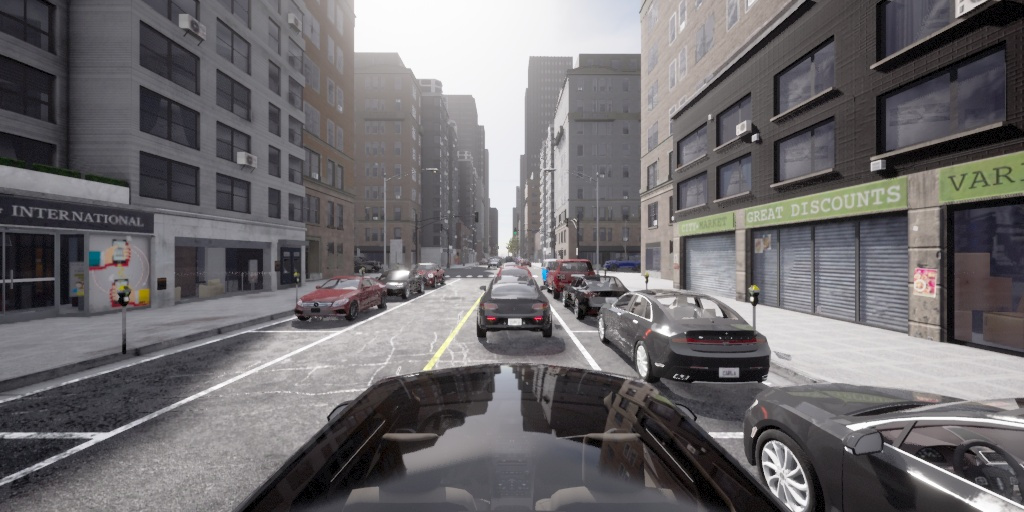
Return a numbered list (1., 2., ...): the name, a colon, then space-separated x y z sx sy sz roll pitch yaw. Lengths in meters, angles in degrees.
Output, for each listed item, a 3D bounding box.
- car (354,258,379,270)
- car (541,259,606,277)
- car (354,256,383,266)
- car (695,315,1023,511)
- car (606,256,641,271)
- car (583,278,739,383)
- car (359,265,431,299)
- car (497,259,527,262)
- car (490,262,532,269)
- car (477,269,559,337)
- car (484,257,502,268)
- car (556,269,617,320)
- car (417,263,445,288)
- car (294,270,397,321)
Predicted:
1. car: -17.962 1.269 40.163 4.892 1.490 1.837 0 0 0
2. car: 2.869 1.065 17.954 2.192 1.841 5.009 0 0 0
3. car: -18.594 0.990 43.409 5.566 2.045 2.150 0 0 0
4. car: 2.859 1.300 1.383 2.007 1.370 4.403 0 0 0
5. car: 14.858 0.960 47.004 5.566 2.045 2.150 0 0 2
6. car: 2.862 1.300 6.906 2.007 1.370 4.403 0 0 0
7. car: -5.657 1.316 17.952 1.948 1.339 4.313 0 0 0
8. car: 0.098 1.256 28.360 1.837 1.490 4.892 0 0 2
9. car: 0.108 1.228 17.494 1.882 1.535 5.008 0 0 0
10. car: 0.044 1.276 10.150 1.812 1.442 4.674 0 0 0
11. car: -3.201 1.318 62.001 2.033 1.411 5.357 0 0 -1
12. car: 2.865 1.316 12.430 1.948 1.339 4.313 0 0 0
13. car: -5.654 1.190 23.477 1.967 1.591 4.097 0 0 0
14. car: -5.661 1.332 12.427 1.802 1.307 4.207 0 0 0
